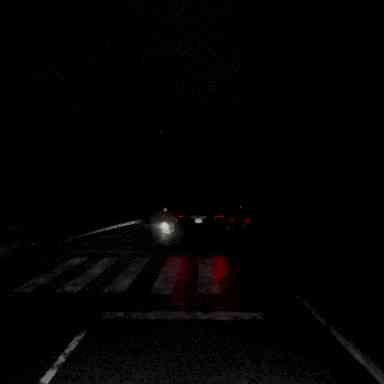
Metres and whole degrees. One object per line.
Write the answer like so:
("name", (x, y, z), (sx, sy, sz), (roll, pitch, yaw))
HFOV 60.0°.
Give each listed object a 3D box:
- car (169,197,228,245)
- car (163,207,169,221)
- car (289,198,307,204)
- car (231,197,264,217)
("car", (0.489, 1.225, 15.696), (2.150, 2.045, 5.566), (0, 0, 5))
("car", (-0.659, 1.378, 27.310), (2.097, 1.767, 4.553), (0, 0, 21))
("car", (20.637, 1.747, 64.598), (1.895, 1.301, 4.718), (0, -1, -23))
("car", (5.407, 1.364, 31.926), (2.097, 1.767, 4.553), (0, 0, 27))
